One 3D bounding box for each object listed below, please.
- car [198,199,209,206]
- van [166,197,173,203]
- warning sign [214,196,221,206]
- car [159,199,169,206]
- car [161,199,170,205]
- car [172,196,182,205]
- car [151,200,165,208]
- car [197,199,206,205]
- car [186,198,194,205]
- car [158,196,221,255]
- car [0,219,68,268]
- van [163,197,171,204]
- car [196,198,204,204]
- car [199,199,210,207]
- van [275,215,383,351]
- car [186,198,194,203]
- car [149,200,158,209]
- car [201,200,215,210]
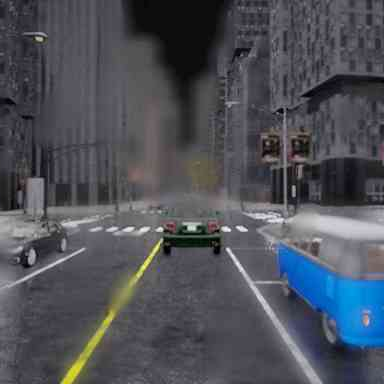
[{"bbox_3d":[2.407,2.230,70.208,2.008,1.369,4.403,0,-1,-1],"label":"car"},{"bbox_3d":[-6.349,2.273,95.016,1.690,1.788,3.998,0,-1,-1],"label":"van"},{"bbox_3d":[4.782,1.722,62.976,1.300,1.860,1.060,0,0,-1],"label":"warning sign"},{"bbox_3d":[-6.148,2.277,73.362,1.947,1.339,4.313,0,-1,-1],"label":"car"},{"bbox_3d":[-6.196,2.289,78.606,1.752,1.417,4.829,0,-1,-1],"label":"car"},{"bbox_3d":[-3.437,1.995,79.134,2.150,2.045,5.566,0,-1,-1],"label":"car"},{"bbox_3d":[-6.013,2.117,58.792,2.008,1.369,4.403,0,-1,-1],"label":"car"},{"bbox_3d":[2.315,2.329,80.079,2.008,1.369,4.403,0,-1,-1],"label":"car"},{"bbox_3d":[-0.457,2.302,81.366,1.812,1.442,4.674,0,-1,-1],"label":"car"},{"bbox_3d":[0.001,1.350,14.027,2.150,2.045,5.566,0,0,0],"label":"car"},{"bbox_3d":[-5.766,1.662,11.620,2.008,1.369,4.403,0,-1,0],"label":"car"},{"bbox_3d":[-6.249,2.162,84.190,1.690,1.788,3.998,0,-1,-1],"label":"van"},{"bbox_3d":[2.217,2.452,90.657,1.947,1.339,4.313,0,-1,-1],"label":"car"},{"bbox_3d":[2.457,2.170,64.764,1.887,1.381,4.507,0,-1,-1],"label":"car"},{"bbox_3d":[2.760,1.400,6.112,1.690,1.788,3.998,0,-1,0],"label":"van"},{"bbox_3d":[-0.566,2.309,93.039,1.994,1.385,4.181,0,-1,-1],"label":"car"},{"bbox_3d":[-5.967,2.068,53.800,2.008,1.369,4.403,0,-1,-1],"label":"car"},{"bbox_3d":[2.558,2.068,53.876,2.008,1.369,4.403,0,-1,-1],"label":"car"}]
